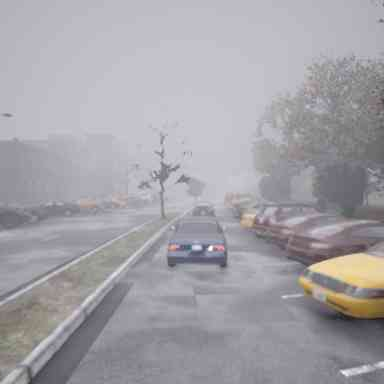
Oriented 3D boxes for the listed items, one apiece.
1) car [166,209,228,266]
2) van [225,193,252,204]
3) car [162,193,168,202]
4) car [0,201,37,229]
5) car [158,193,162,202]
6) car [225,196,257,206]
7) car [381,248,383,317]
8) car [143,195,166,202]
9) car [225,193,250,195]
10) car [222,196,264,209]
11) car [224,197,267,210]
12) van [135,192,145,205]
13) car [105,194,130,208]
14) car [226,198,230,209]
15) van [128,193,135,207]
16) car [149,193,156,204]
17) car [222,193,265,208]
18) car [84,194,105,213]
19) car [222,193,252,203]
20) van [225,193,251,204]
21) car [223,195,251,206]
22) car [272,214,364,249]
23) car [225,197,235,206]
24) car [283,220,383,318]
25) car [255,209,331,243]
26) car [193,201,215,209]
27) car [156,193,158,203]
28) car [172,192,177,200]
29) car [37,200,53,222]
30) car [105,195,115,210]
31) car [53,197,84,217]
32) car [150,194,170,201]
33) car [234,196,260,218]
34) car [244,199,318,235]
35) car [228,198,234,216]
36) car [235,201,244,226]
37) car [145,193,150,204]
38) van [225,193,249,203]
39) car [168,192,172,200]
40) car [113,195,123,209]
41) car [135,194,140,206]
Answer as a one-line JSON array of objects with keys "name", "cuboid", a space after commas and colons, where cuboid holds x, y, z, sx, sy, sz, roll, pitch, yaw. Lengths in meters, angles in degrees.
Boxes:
[{"name": "car", "cuboid": [0.214, 1.539, 11.427, 2.033, 1.411, 5.357, 0, 0, 2]}, {"name": "van", "cuboid": [8.343, 1.196, 59.878, 4.442, 1.987, 1.878, 1, 0, -15]}, {"name": "car", "cuboid": [-8.701, 1.189, 71.476, 5.566, 2.045, 2.435, -1, 0, -15]}, {"name": "car", "cuboid": [-12.920, 1.220, 20.424, 5.566, 2.045, 2.435, -1, 0, -18]}, {"name": "car", "cuboid": [-9.322, 1.194, 65.467, 5.566, 2.045, 2.435, -1, 0, -15]}, {"name": "car", "cuboid": [7.921, 1.459, 53.996, 4.792, 1.488, 2.163, 1, 0, -15]}, {"name": "car", "cuboid": [5.036, 1.480, 3.748, 5.366, 1.575, 1.946, 1, 0, -19]}, {"name": "car", "cuboid": [-8.409, 1.467, 74.467, 4.792, 1.488, 2.163, -1, 0, -14]}, {"name": "car", "cuboid": [6.533, 1.318, 39.178, 4.553, 1.767, 2.185, 1, 0, -15]}, {"name": "car", "cuboid": [6.892, 1.433, 45.048, 5.366, 1.575, 1.946, 1, 0, -15]}, {"name": "car", "cuboid": [6.804, 1.442, 42.143, 4.892, 1.521, 2.231, 1, 0, -15]}, {"name": "van", "cuboid": [-10.323, 1.227, 53.544, 4.442, 1.987, 1.878, -1, 0, -15]}, {"name": "car", "cuboid": [-11.440, 1.461, 44.457, 5.366, 1.575, 1.946, -1, 0, -15]}, {"name": "car", "cuboid": [5.686, 1.485, 27.347, 4.792, 1.488, 2.163, 1, 0, -16]}, {"name": "van", "cuboid": [-10.882, 1.232, 47.546, 4.442, 1.987, 1.878, -1, 0, -15]}, {"name": "car", "cuboid": [-9.891, 1.199, 59.486, 5.566, 2.045, 2.435, -1, 0, -15]}, {"name": "car", "cuboid": [7.367, 1.184, 48.070, 5.566, 2.045, 2.435, 1, 0, -15]}, {"name": "car", "cuboid": [-11.989, 1.340, 35.488, 4.553, 1.767, 2.185, -1, 0, -16]}, {"name": "car", "cuboid": [9.320, 1.164, 68.812, 5.566, 2.045, 2.435, 1, 0, -15]}, {"name": "van", "cuboid": [8.621, 1.193, 62.843, 4.442, 1.987, 1.878, 1, 0, -15]}, {"name": "car", "cuboid": [6.317, 1.447, 36.230, 5.008, 1.535, 2.097, 1, 0, -15]}, {"name": "car", "cuboid": [4.966, 1.515, 9.610, 4.674, 1.452, 2.002, 1, 0, -18]}, {"name": "car", "cuboid": [5.933, 1.483, 30.331, 4.792, 1.488, 2.163, 1, 0, -16]}, {"name": "car", "cuboid": [4.734, 1.473, 6.584, 5.366, 1.575, 1.946, 1, 0, -19]}, {"name": "car", "cuboid": [5.045, 1.512, 12.570, 4.674, 1.452, 2.002, 1, 0, -18]}, {"name": "car", "cuboid": [1.059, 1.503, 29.221, 1.812, 1.442, 4.674, 0, 0, 4]}, {"name": "car", "cuboid": [-9.580, 1.448, 62.489, 5.008, 1.535, 2.097, -1, 0, -15]}, {"name": "car", "cuboid": [-7.271, 1.429, 86.437, 5.008, 1.535, 2.097, -1, 0, -14]}, {"name": "car", "cuboid": [-12.798, 1.471, 23.431, 5.008, 1.535, 2.097, -1, 0, -17]}, {"name": "car", "cuboid": [-11.763, 1.465, 38.499, 4.892, 1.521, 2.231, -1, 0, -15]}, {"name": "car", "cuboid": [-12.433, 1.468, 29.457, 5.008, 1.535, 2.097, -1, 0, -17]}, {"name": "car", "cuboid": [-7.828, 1.308, 80.445, 4.553, 1.767, 2.185, -1, 0, -14]}, {"name": "car", "cuboid": [5.429, 1.337, 21.451, 4.553, 1.767, 2.185, 1, 0, -17]}, {"name": "car", "cuboid": [5.118, 1.343, 15.521, 4.553, 1.767, 2.185, 1, 0, -18]}, {"name": "car", "cuboid": [5.540, 1.459, 24.405, 5.008, 1.535, 2.097, 1, 0, -17]}, {"name": "car", "cuboid": [5.439, 1.465, 18.546, 5.366, 1.575, 1.946, 1, 0, -17]}, {"name": "car", "cuboid": [-10.149, 1.452, 56.505, 5.008, 1.535, 2.097, -1, 0, -15]}, {"name": "van", "cuboid": [8.899, 1.190, 65.807, 4.442, 1.987, 1.878, 1, 0, -15]}, {"name": "car", "cuboid": [-8.127, 1.184, 77.463, 5.566, 2.045, 2.435, -1, 0, -15]}, {"name": "car", "cuboid": [-11.534, 1.463, 41.510, 5.008, 1.535, 2.097, -1, 0, -15]}, {"name": "car", "cuboid": [-10.740, 1.487, 50.501, 4.792, 1.488, 2.163, -1, 0, -15]}]
